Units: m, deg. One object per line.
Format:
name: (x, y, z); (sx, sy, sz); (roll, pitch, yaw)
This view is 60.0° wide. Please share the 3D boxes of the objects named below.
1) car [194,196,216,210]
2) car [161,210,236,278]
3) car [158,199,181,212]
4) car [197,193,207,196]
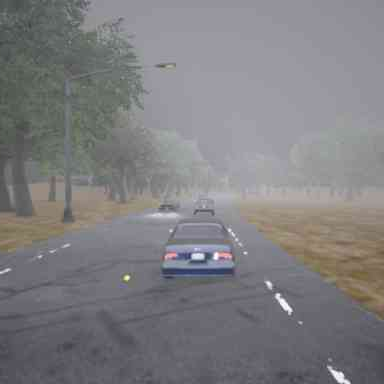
car: (1.159, 1.303, 30.423); (2.033, 1.411, 5.357); (0, -1, 4)
car: (0.230, 1.469, 9.824); (2.033, 1.411, 5.357); (-1, 0, 2)
car: (-2.270, 1.362, 34.692); (1.895, 1.301, 4.718); (0, 0, 4)
car: (2.312, 0.929, 74.762); (1.895, 1.301, 4.718); (0, 0, 8)
